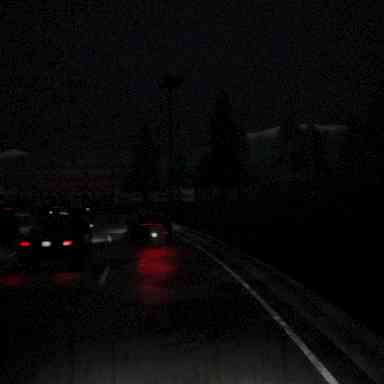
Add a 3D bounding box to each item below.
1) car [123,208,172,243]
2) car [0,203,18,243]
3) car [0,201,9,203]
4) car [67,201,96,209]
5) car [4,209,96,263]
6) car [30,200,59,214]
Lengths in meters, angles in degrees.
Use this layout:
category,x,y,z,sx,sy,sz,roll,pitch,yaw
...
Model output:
category,x,y,z,sx,sy,sz,roll,pitch,yaw
car,-2.225,1.535,16.346,1.837,1.490,4.892,0,0,-15
car,-9.670,1.514,16.034,1.882,1.535,5.008,0,0,-18
car,-17.452,1.573,30.108,1.837,1.490,4.892,1,0,-38
car,-11.352,1.630,33.971,1.994,1.385,4.181,0,0,-37
car,-4.759,1.572,12.187,2.033,1.411,5.357,0,0,-12
car,-14.159,1.572,31.913,1.837,1.490,4.892,0,0,-37
